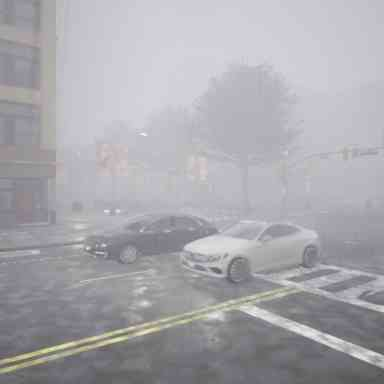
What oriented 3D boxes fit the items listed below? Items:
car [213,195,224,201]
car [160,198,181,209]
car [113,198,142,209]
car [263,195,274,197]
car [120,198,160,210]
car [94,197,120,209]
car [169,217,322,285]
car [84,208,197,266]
[{"bbox_3d":[5.696,1.413,79.530,2.161,1.482,4.786,0,0,-36],"label":"car"},{"bbox_3d":[-3.207,1.505,39.050,1.837,1.490,4.892,0,0,-36],"label":"car"},{"bbox_3d":[-9.260,1.547,47.490,2.033,1.411,5.357,0,0,-35],"label":"car"},{"bbox_3d":[16.184,1.320,72.064,2.002,1.452,4.674,0,0,-36],"label":"car"},{"bbox_3d":[-5.862,1.505,36.747,1.837,1.490,4.892,0,0,-36],"label":"car"},{"bbox_3d":[-11.694,1.478,44.871,1.882,1.535,5.008,0,0,-35],"label":"car"},{"bbox_3d":[1.875,1.526,9.637,4.674,1.442,1.812,0,0,-36],"label":"car"},{"bbox_3d":[-1.258,1.505,11.705,4.892,1.490,1.837,0,0,-36],"label":"car"}]
